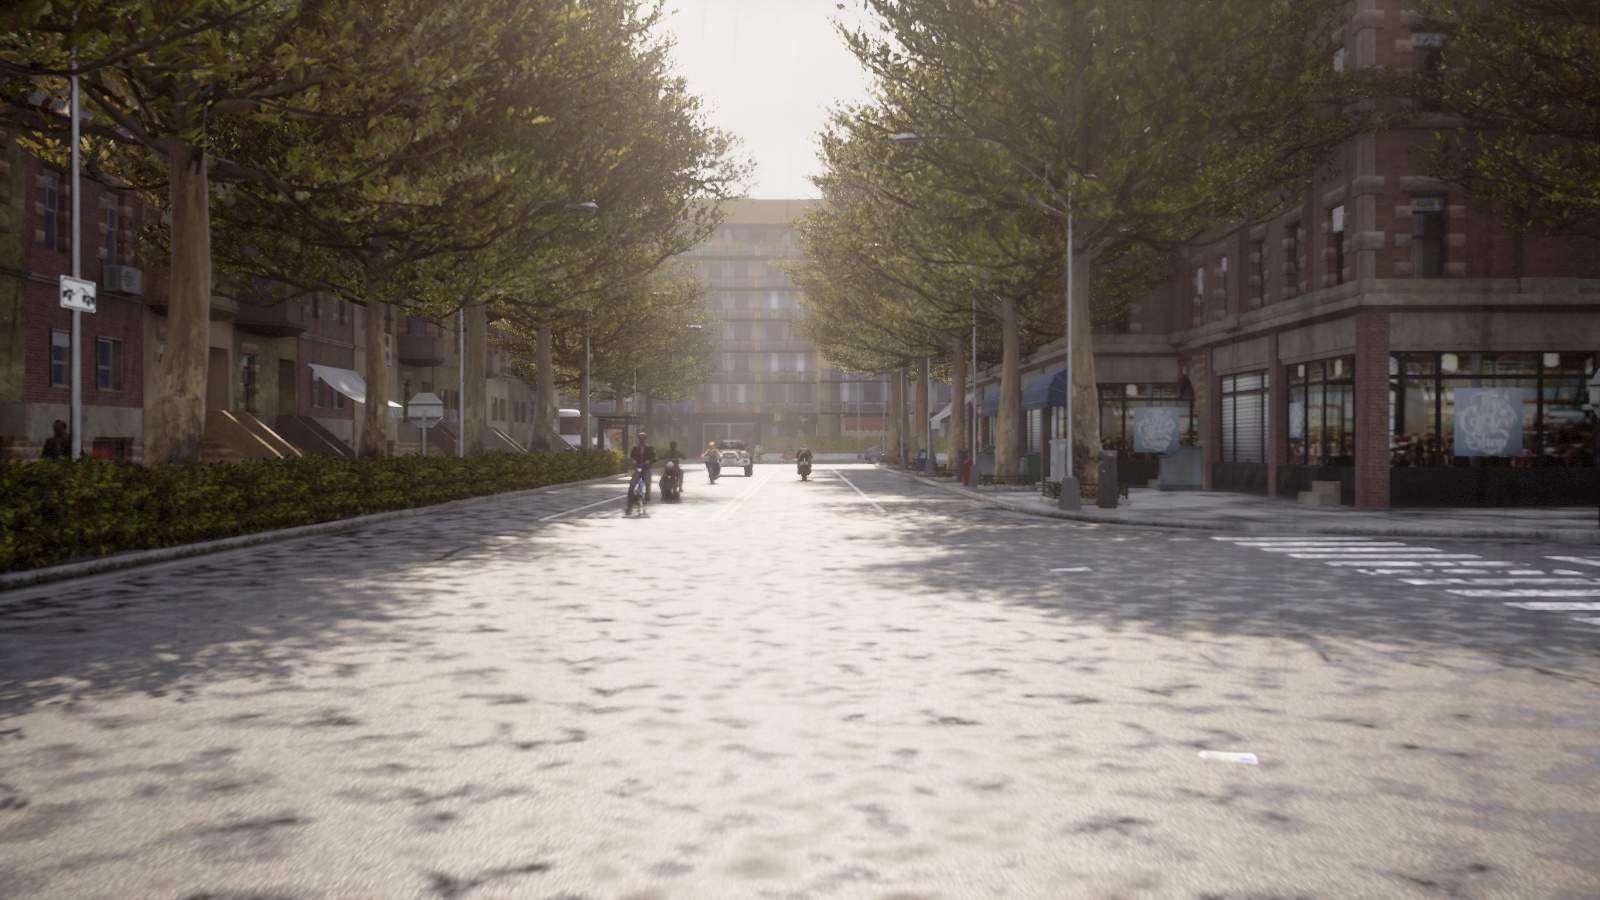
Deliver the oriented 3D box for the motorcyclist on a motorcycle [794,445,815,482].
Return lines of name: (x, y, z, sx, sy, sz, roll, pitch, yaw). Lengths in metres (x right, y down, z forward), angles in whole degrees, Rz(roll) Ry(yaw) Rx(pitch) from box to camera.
motorcyclist on a motorcycle: (0.189, 0.564, 53.386, 0.866, 1.530, 2.191, 0, 0, 0)

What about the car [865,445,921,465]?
car: (7.177, 0.371, 96.951, 4.193, 1.474, 1.816, 0, 0, 0)

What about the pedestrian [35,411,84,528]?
pedestrian: (-12.022, 0.311, 20.397, 0.376, 1.854, 0.720, 0, 0, -1)

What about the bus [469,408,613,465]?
bus: (-19.882, -1.040, 96.920, 10.273, 4.253, 3.944, 0, 0, 0)

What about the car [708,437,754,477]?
car: (-3.288, 0.314, 60.571, 1.932, 1.855, 4.605, 0, 0, 0)

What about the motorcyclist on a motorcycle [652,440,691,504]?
motorcyclist on a motorcycle: (-3.375, 0.559, 33.151, 0.766, 1.649, 2.350, 0, 0, 0)

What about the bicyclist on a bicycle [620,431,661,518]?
bicyclist on a bicycle: (-3.357, 0.506, 26.545, 0.659, 1.776, 1.843, 0, 0, -1)
